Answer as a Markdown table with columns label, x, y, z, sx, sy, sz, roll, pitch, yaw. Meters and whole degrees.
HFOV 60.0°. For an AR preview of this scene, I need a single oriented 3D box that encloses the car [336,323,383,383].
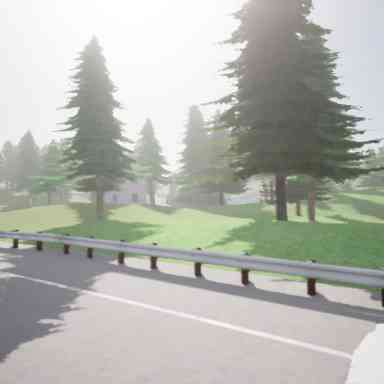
| label | x | y | z | sx | sy | sz | roll | pitch | yaw |
| --- | --- | --- | --- | --- | --- | --- | --- | --- | --- |
| car | 3.236 | 1.564 | 1.622 | 4.718 | 1.301 | 1.895 | -1 | 0 | 36 |
